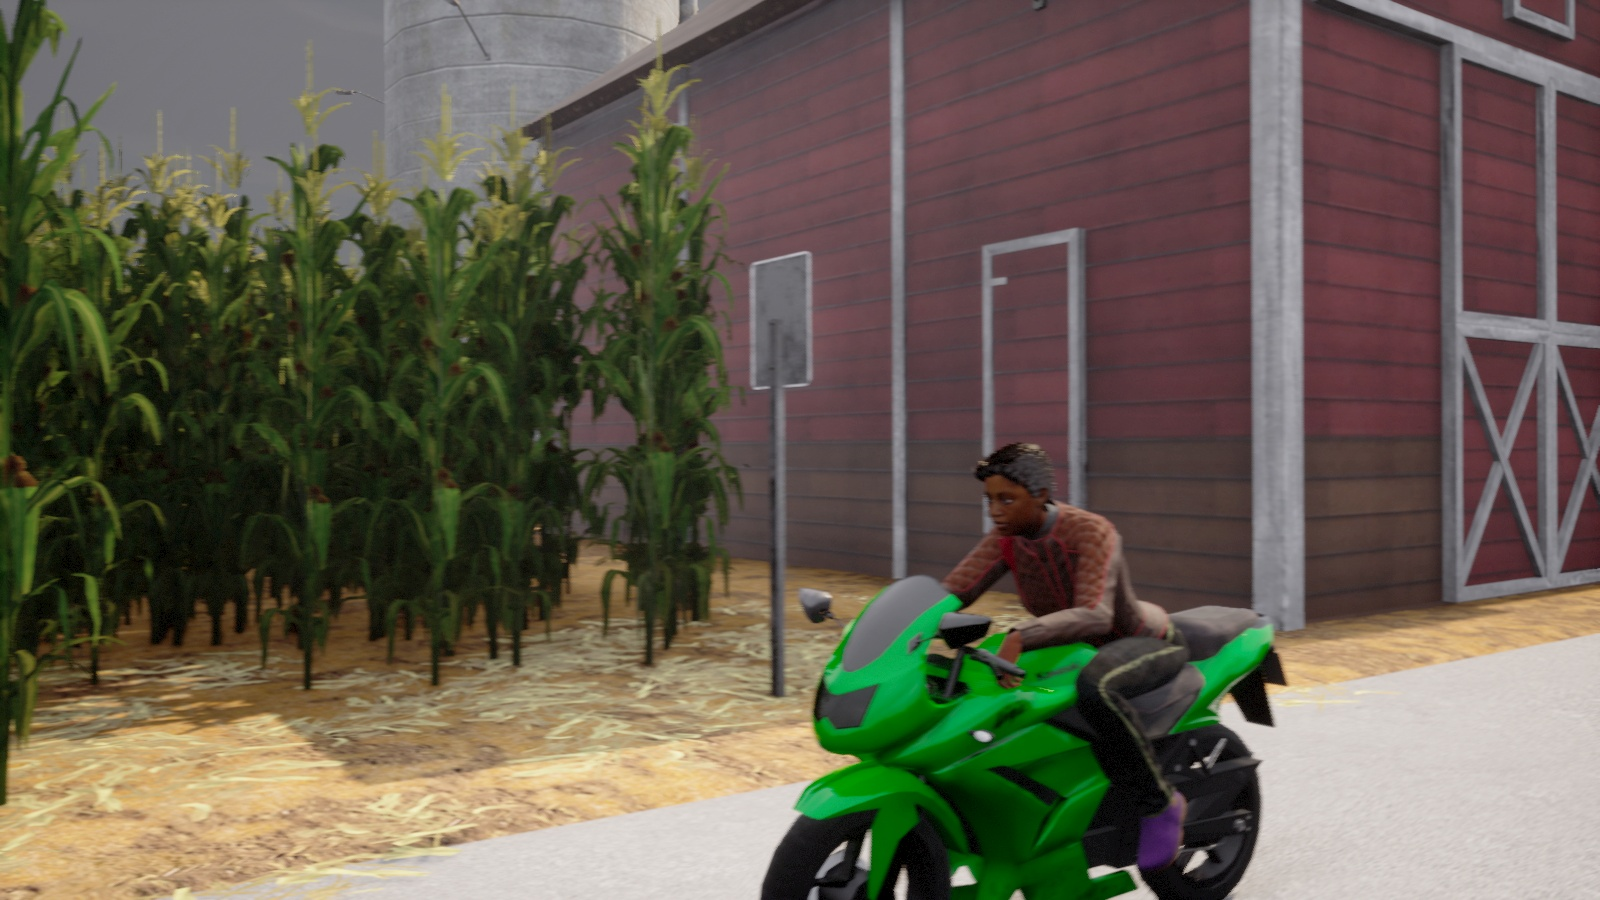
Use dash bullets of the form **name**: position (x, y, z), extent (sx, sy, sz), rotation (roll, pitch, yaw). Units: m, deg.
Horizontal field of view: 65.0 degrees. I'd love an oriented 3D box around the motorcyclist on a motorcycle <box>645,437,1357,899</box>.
- **motorcyclist on a motorcycle**: position (0.653, 0.733, 3.626), extent (2.044, 1.523, 0.797), rotation (0, 0, -35)
